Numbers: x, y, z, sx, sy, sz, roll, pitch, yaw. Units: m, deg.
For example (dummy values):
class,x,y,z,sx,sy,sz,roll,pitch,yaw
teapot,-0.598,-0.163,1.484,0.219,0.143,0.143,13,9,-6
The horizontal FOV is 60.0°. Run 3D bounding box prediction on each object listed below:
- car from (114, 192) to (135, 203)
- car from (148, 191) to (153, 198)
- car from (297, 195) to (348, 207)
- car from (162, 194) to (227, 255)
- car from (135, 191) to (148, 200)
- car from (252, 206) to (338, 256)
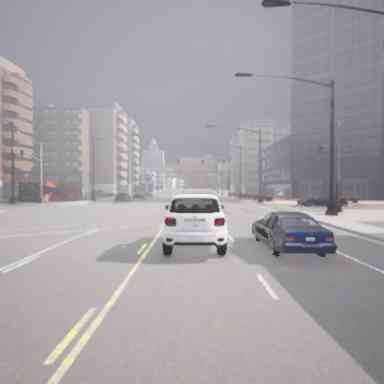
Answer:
class,x,y,z,sx,sy,sz,roll,pitch,yaw
car,-10.573,0.821,51.006,1.837,1.490,4.892,0,1,0
car,-10.510,0.596,80.743,1.882,1.535,5.008,0,0,0
car,14.814,1.011,37.865,5.357,1.411,2.033,0,1,0
car,0.095,1.106,12.917,2.150,2.045,5.566,0,0,0
car,-10.520,0.780,65.870,1.994,1.385,4.181,0,0,0
car,3.607,1.446,12.666,2.033,1.411,5.357,0,1,0
